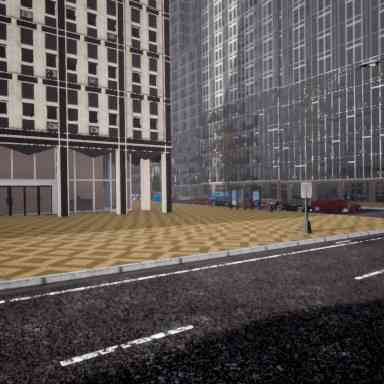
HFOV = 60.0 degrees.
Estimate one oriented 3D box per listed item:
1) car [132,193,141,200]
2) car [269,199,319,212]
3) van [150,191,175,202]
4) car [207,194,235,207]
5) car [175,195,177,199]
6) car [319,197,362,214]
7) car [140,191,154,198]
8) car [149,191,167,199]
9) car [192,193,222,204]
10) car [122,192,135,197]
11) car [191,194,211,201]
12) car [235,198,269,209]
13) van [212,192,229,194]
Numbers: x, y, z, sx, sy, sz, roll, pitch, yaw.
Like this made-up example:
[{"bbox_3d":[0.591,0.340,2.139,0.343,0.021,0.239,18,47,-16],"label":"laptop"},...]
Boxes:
[{"bbox_3d":[-11.639,1.039,68.073,2.008,1.369,4.403,0,1,-34],"label":"car"},{"bbox_3d":[10.728,1.424,35.171,1.947,1.339,4.313,0,1,-34],"label":"car"},{"bbox_3d":[-5.218,0.937,58.691,1.690,1.788,3.998,0,1,-34],"label":"van"},{"bbox_3d":[4.369,1.319,44.595,1.947,1.339,4.313,0,1,-34],"label":"car"},{"bbox_3d":[-4.724,0.936,72.806,1.802,1.307,4.206,0,1,-34],"label":"car"},{"bbox_3d":[14.733,1.321,34.119,1.882,1.535,5.008,-1,1,-34],"label":"car"},{"bbox_3d":[-11.146,0.686,82.184,1.967,1.590,4.097,0,1,-34],"label":"car"},{"bbox_3d":[-7.935,0.615,77.493,2.192,1.841,5.009,0,1,-34],"label":"car"},{"bbox_3d":[2.298,1.243,52.310,1.895,1.301,4.718,-1,1,-34],"label":"car"},{"bbox_3d":[-17.567,0.688,91.565,2.008,1.369,4.403,0,1,-34],"label":"car"},{"bbox_3d":[1.698,1.043,63.426,1.802,1.307,4.206,0,1,-34],"label":"car"},{"bbox_3d":[7.531,1.388,39.873,1.802,1.307,4.206,0,1,-34],"label":"car"},{"bbox_3d":[4.907,0.855,58.733,1.690,1.788,3.998,0,1,-34],"label":"van"}]
